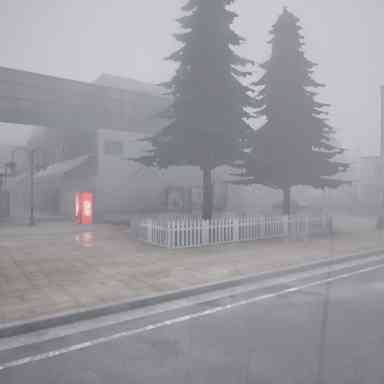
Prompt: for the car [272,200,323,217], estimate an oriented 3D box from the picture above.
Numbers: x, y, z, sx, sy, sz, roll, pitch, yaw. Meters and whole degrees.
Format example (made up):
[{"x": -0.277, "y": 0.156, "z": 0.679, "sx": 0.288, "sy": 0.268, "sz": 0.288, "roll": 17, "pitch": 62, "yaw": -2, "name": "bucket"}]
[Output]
[{"x": 9.569, "y": 1.462, "z": 30.439, "sx": 1.882, "sy": 1.535, "sz": 5.008, "roll": 0, "pitch": 0, "yaw": -34, "name": "car"}]
